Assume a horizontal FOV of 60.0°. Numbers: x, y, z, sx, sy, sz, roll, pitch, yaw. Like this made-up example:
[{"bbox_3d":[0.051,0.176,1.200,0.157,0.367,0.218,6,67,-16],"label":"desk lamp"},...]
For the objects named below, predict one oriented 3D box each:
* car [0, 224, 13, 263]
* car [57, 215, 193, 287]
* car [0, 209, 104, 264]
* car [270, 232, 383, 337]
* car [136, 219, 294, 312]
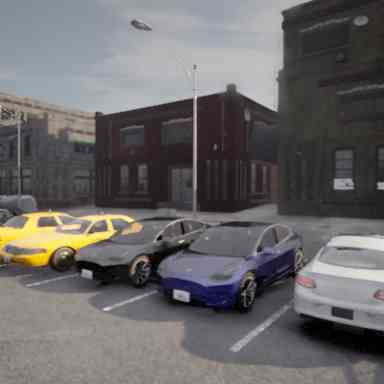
[{"bbox_3d":[-6.885,1.526,8.280,5.357,1.411,2.033,0,0,35],"label":"car"},{"bbox_3d":[-1.051,1.495,9.664,2.163,1.488,4.792,0,0,35],"label":"car"},{"bbox_3d":[-5.423,1.453,13.042,1.946,1.575,5.366,0,0,35],"label":"car"},{"bbox_3d":[3.425,1.518,6.508,2.002,1.452,4.674,0,0,35],"label":"car"},{"bbox_3d":[1.193,1.500,8.065,2.163,1.488,4.792,0,0,35],"label":"car"}]
